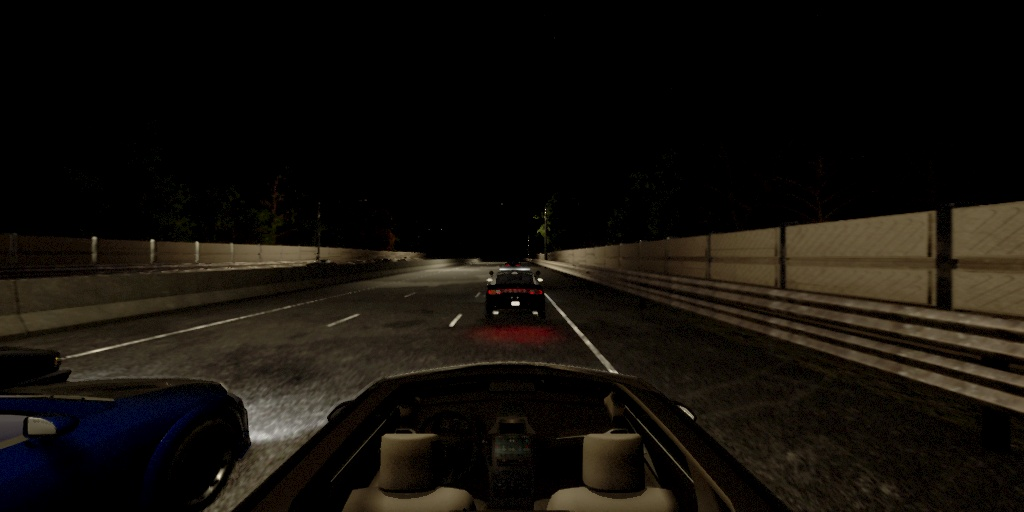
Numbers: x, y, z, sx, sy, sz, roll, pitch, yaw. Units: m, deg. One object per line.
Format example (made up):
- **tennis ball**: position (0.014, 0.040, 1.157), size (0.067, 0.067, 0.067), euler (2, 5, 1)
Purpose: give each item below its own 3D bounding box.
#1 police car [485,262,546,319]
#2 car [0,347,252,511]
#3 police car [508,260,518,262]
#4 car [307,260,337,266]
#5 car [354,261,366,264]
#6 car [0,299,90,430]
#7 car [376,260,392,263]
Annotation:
- **police car**: position (0.102, 1.178, 13.017), size (1.930, 1.638, 5.238), euler (0, 0, 0)
- **car**: position (-3.400, 1.314, 1.577), size (1.994, 1.385, 4.181), euler (0, 0, 0)
- **police car**: position (0.098, 1.264, 44.017), size (2.038, 1.542, 4.974), euler (0, 0, 0)
- **car**: position (-24.528, 1.253, 46.379), size (2.128, 1.511, 4.902), euler (0, 0, 1)
- **car**: position (-21.001, 1.375, 48.825), size (1.895, 1.301, 4.718), euler (0, 0, 0)
- **car**: position (-6.902, 1.298, 2.318), size (2.033, 1.411, 5.357), euler (0, 0, 0)
- **car**: position (-17.501, 1.295, 48.828), size (1.837, 1.490, 4.892), euler (0, 0, 0)
